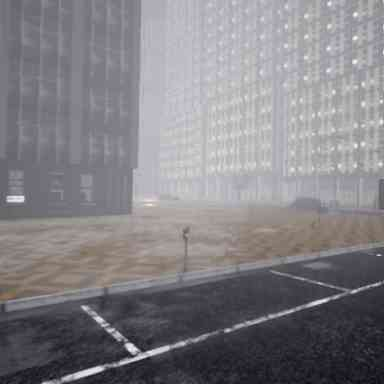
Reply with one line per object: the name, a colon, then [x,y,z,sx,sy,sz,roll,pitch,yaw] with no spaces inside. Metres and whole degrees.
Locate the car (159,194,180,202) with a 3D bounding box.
car: [-4.309,1.038,62.445,2.033,1.411,5.357,2,0,-35]

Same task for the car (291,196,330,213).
car: [13.410,1.306,36.959,2.097,1.767,4.553,2,0,-35]
